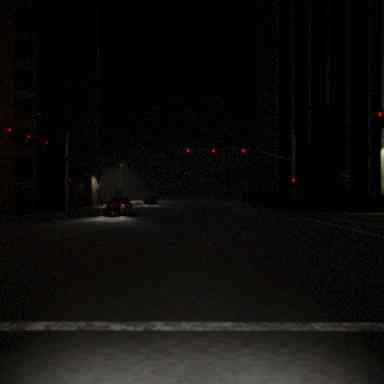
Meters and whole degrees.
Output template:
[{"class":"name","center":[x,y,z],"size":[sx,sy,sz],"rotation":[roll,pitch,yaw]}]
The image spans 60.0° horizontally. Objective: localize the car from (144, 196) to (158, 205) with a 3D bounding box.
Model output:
[{"class":"car","center":[-6.884,1.368,56.006],"size":[1.882,1.535,5.008],"rotation":[0,1,0]}]

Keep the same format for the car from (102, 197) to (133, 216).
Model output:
[{"class":"car","center":[-6.934,1.263,31.388],"size":[2.097,1.767,4.553],"rotation":[0,0,0]}]
